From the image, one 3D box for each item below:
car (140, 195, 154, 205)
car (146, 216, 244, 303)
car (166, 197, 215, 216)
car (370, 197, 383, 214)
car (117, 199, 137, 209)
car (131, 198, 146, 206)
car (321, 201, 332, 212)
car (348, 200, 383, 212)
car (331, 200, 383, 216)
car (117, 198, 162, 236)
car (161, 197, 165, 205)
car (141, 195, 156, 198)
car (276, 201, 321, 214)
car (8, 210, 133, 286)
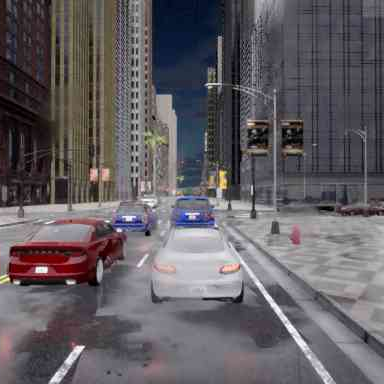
[{"bbox_3d":[-9.689,1.612,71.816,2.150,2.045,5.566,0,0,0],"label":"car"},{"bbox_3d":[0.105,1.534,8.073,1.812,1.442,4.674,0,0,0],"label":"car"},{"bbox_3d":[0.041,1.257,17.775,2.150,2.045,5.566,0,0,1],"label":"car"},{"bbox_3d":[22.158,1.392,36.035,4.553,1.767,2.097,0,-1,-1],"label":"car"},{"bbox_3d":[-9.804,1.778,50.931,2.033,1.411,5.357,0,0,0],"label":"car"},{"bbox_3d":[-9.764,1.829,61.165,1.812,1.442,4.674,0,-1,1],"label":"car"},{"bbox_3d":[15.217,1.662,38.687,4.313,1.339,1.947,0,0,-1],"label":"car"},{"bbox_3d":[20.857,1.642,38.769,4.313,1.339,1.947,0,0,-1],"label":"car"},{"bbox_3d":[15.340,1.577,30.163,4.206,1.307,1.802,0,0,-1],"label":"car"},{"bbox_3d":[-3.134,1.391,18.672,2.097,1.767,4.553,0,0,0],"label":"car"},{"bbox_3d":[-6.518,1.805,60.684,1.837,1.490,4.892,0,0,1],"label":"car"},{"bbox_3d":[-6.556,1.452,50.972,2.150,2.045,5.566,0,0,0],"label":"car"},{"bbox_3d":[11.134,1.642,35.870,4.181,1.385,1.994,0,-1,-1],"label":"car"},{"bbox_3d":[-3.144,1.489,9.445,1.882,1.535,5.008,0,0,0],"label":"car"}]
